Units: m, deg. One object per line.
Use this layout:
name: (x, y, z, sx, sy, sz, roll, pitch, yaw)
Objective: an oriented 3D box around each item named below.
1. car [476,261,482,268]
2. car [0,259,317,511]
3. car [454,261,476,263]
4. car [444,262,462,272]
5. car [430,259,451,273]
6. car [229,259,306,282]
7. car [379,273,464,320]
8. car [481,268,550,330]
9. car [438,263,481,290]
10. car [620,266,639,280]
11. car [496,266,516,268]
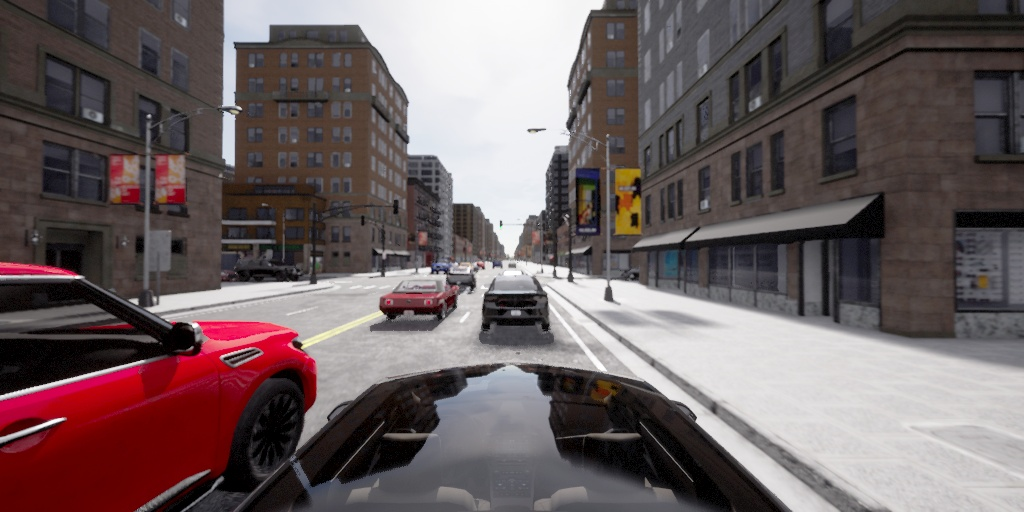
car: (-6.538, 1.904, 59.452, 1.994, 1.385, 4.181, 0, -1, 0)
car: (-3.148, 0.971, 1.438, 2.150, 2.045, 5.566, 0, 0, 0)
car: (-6.563, 1.728, 50.460, 1.882, 1.535, 5.008, 0, -1, 0)
car: (-9.781, 1.836, 59.889, 2.128, 1.511, 4.902, 0, -1, 0)
car: (-9.807, 1.468, 50.080, 2.150, 2.045, 5.566, 0, -1, 0)
car: (-22.166, 1.285, 32.689, 5.566, 2.045, 2.150, 0, -1, 0)
car: (-3.143, 1.470, 13.186, 1.895, 1.301, 4.718, 0, -1, 0)
car: (0.106, 1.330, 11.624, 1.882, 1.535, 5.008, 0, -1, 0)
car: (-3.413, 1.474, 24.299, 2.128, 1.511, 4.902, 0, -1, -4)
car: (13.260, 1.633, 35.778, 4.902, 1.511, 2.128, 0, -1, 0)
car: (0.065, 1.528, 22.439, 1.994, 1.385, 4.181, 0, -1, 1)
